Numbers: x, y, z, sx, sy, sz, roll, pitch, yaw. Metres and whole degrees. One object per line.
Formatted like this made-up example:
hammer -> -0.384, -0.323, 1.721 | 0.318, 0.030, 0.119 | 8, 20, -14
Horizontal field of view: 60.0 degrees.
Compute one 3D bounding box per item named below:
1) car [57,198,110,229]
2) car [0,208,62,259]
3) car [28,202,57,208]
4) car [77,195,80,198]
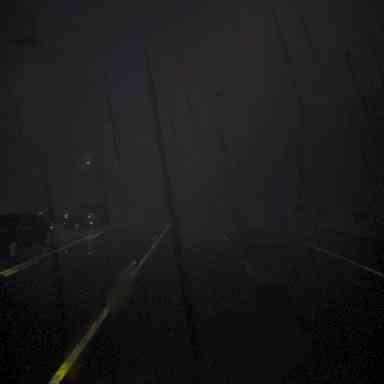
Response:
car -> -7.103, 1.522, 22.791 | 2.097, 1.767, 4.553 | 0, 0, 0
car -> -7.117, 1.601, 13.060 | 1.837, 1.490, 4.892 | 0, 0, 0
car -> -10.601, 1.533, 23.451 | 2.097, 1.767, 4.553 | 0, 0, 0
car -> -26.121, 1.153, 73.493 | 1.970, 1.475, 3.806 | 0, 2, 0
